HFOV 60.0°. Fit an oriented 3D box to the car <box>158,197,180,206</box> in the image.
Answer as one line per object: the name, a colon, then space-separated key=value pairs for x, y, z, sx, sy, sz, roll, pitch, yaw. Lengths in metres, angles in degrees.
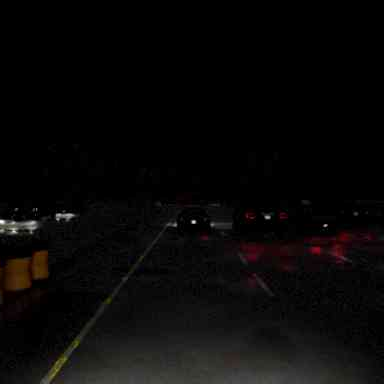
car: x=-4.415 y=1.834 z=63.584 sx=1.837 sy=1.490 sz=4.892 roll=0 pitch=0 yaw=-22

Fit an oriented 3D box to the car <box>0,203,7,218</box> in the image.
car: x=-14.038 y=1.633 z=20.939 sx=1.812 sy=1.442 sz=4.674 roll=0 pitch=0 yaw=0

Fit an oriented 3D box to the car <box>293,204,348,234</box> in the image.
car: x=7.098 y=1.594 z=20.110 sx=2.128 sy=1.511 sz=4.902 roll=0 pitch=0 yaw=0

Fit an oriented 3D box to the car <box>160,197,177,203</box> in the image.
car: x=-5.240 y=1.813 z=74.620 sx=1.895 sy=1.301 sz=4.718 roll=0 pitch=0 yaw=-30

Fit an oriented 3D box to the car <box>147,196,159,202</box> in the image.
car: x=-8.374 y=1.688 z=73.065 sx=1.882 sy=1.535 sz=5.008 roll=0 pitch=0 yaw=-30

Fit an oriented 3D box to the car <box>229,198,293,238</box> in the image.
car: x=3.598 y=1.316 z=18.504 sx=2.150 sy=2.045 sz=5.566 roll=0 pitch=0 yaw=0

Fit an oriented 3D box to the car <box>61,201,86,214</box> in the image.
car: x=-14.058 y=1.750 z=39.159 sx=2.033 sy=1.411 sz=5.357 roll=0 pitch=0 yaw=0

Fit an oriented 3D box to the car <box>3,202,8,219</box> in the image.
car: x=-17.503 y=1.690 z=31.677 sx=1.812 sy=1.442 sz=4.674 roll=0 pitch=0 yaw=0

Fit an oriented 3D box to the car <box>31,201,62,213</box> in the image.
car: x=-17.581 y=1.811 z=40.543 sx=1.895 sy=1.301 sz=4.718 roll=0 pitch=0 yaw=-3

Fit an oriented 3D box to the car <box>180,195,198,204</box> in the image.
car: x=-1.200 y=1.814 z=64.965 sx=1.882 sy=1.535 sz=5.008 roll=0 pitch=0 yaw=-22

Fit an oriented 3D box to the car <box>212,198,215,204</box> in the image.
car: x=3.358 y=1.901 z=72.622 sx=1.812 sy=1.442 sz=4.674 roll=0 pitch=0 yaw=-26

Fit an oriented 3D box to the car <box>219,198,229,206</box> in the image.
car: x=6.757 y=1.831 z=63.014 sx=1.837 sy=1.490 sz=4.892 roll=0 pitch=0 yaw=-18

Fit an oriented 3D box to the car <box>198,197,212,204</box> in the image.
car: x=1.815 y=1.908 z=66.921 sx=1.994 sy=1.385 sz=4.181 roll=0 pitch=0 yaw=-22

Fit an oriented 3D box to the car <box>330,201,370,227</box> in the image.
car: x=10.598 y=1.473 z=23.640 sx=2.097 sy=1.767 sz=4.553 roll=0 pitch=0 yaw=0

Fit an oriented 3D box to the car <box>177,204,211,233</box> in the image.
car: x=0.098 y=1.669 z=20.573 sx=1.994 sy=1.385 sz=4.181 roll=0 pitch=0 yaw=0

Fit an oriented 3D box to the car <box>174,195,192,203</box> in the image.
car: x=-2.063 y=1.580 z=76.098 sx=2.097 sy=1.767 sz=4.553 roll=0 pitch=0 yaw=-30

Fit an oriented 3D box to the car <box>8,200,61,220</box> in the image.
car: x=-14.003 y=1.506 z=29.896 sx=2.097 sy=1.767 sz=4.553 roll=0 pitch=0 yaw=0
